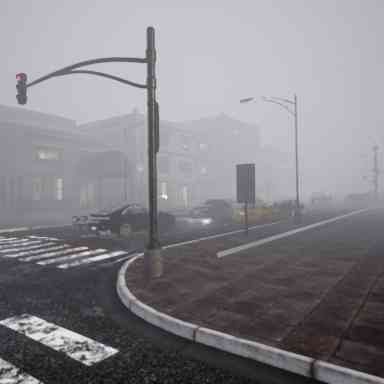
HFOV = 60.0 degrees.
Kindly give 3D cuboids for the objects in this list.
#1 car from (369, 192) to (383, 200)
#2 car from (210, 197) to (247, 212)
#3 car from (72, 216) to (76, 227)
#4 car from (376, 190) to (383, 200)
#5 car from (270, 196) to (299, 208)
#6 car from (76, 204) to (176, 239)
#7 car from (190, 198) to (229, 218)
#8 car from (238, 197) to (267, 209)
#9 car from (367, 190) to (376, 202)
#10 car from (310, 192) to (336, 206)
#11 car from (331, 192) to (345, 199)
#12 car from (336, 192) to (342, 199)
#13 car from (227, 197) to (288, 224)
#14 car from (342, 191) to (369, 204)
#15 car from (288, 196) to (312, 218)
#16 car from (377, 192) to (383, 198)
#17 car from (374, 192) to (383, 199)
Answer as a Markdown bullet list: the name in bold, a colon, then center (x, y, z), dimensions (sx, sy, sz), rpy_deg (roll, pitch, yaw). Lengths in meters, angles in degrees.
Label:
- **car**: center (36.880, 0.770, 66.420), dimensions (1.947, 1.339, 4.313), rpy_deg (-1, 0, 36)
- **car**: center (3.960, 1.290, 35.428), dimensions (1.752, 1.417, 4.829), rpy_deg (-1, 0, 36)
- **car**: center (-4.526, 1.489, 19.411), dimensions (1.895, 1.301, 4.718), rpy_deg (-1, 0, 37)
- **car**: center (33.621, 0.570, 61.946), dimensions (2.192, 1.841, 5.009), rpy_deg (-1, 0, 36)
- **car**: center (11.611, 1.231, 41.501), dimensions (1.895, 1.301, 4.718), rpy_deg (-1, 0, 36)
- **car**: center (-2.808, 1.335, 16.402), dimensions (2.128, 1.511, 4.902), rpy_deg (-1, 0, 37)
- **car**: center (1.716, 1.313, 27.943), dimensions (1.812, 1.442, 4.674), rpy_deg (-1, 0, 36)
- **car**: center (7.316, 1.293, 40.039), dimensions (1.802, 1.307, 4.206), rpy_deg (-1, 0, 36)
- **car**: center (27.023, 0.860, 52.117), dimensions (1.837, 1.490, 4.892), rpy_deg (-1, 0, 36)
- **car**: center (16.815, 1.096, 43.340), dimensions (1.994, 1.385, 4.181), rpy_deg (-1, 0, 36)
- **car**: center (33.362, 0.743, 75.826), dimensions (1.967, 1.590, 4.097), rpy_deg (-1, 0, 36)
- **car**: center (30.107, 0.935, 71.353), dimensions (1.802, 1.307, 4.206), rpy_deg (-1, 0, 36)
- **car**: center (4.420, 1.242, 21.823), dimensions (1.752, 1.417, 4.829), rpy_deg (-1, 0, 36)
- **car**: center (22.899, 0.898, 46.460), dimensions (1.882, 1.535, 5.008), rpy_deg (-1, 0, 36)
- **car**: center (7.576, 1.217, 26.159), dimensions (2.008, 1.369, 4.403), rpy_deg (-1, 0, 36)
- **car**: center (43.217, 0.652, 75.115), dimensions (1.887, 1.381, 4.507), rpy_deg (-1, 0, 36)
- **car**: center (40.136, 0.720, 70.893), dimensions (1.947, 1.339, 4.313), rpy_deg (-1, 0, 36)
